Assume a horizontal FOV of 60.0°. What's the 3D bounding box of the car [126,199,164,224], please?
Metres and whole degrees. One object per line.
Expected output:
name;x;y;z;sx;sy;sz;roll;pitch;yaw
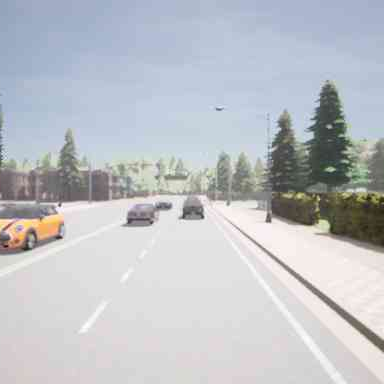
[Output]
car;-3.473;1.510;24.152;2.033;1.411;5.357;0;0;0

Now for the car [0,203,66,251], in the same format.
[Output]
car;-7.080;1.330;13.989;2.097;1.767;4.553;0;0;0

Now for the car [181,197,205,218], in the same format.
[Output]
car;0.098;1.459;29.279;1.837;1.490;4.892;0;0;0

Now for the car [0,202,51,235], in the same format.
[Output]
car;-10.545;1.461;19.808;2.128;1.511;4.902;0;0;1

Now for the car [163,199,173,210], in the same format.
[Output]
car;-3.425;1.535;42.001;1.895;1.301;4.718;0;0;0
